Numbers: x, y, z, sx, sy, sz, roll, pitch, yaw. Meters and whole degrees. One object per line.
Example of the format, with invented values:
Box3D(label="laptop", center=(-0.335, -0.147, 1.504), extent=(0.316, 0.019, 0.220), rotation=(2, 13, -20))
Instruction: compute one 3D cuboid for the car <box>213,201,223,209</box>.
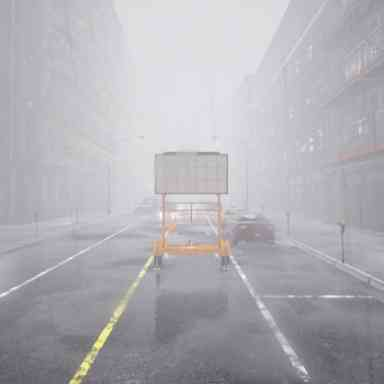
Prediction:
Box3D(label="car", center=(2.575, 1.552, 21.050), extent=(1.752, 1.417, 4.829), rotation=(1, 0, 0))

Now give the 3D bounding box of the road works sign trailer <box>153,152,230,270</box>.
Box3D(label="road works sign trailer", center=(-0.017, 0.475, 11.018), extent=(2.380, 3.560, 2.880), rotation=(0, 0, 0))

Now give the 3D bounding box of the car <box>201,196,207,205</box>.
Box3D(label="car", center=(2.563, 1.630, 43.002), extent=(2.008, 1.369, 4.403), rotation=(1, 0, 0))

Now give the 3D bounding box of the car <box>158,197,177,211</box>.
Box3D(label="car", center=(-2.869, 1.674, 40.759), extent=(1.895, 1.301, 4.718), rotation=(0, 0, 0))

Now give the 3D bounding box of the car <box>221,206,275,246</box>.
Box3D(label="car", center=(2.578, 1.562, 15.348), extent=(1.887, 1.381, 4.507), rotation=(1, 0, 0))

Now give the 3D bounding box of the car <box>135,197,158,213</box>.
Box3D(label="car", center=(-5.313, 1.590, 37.360), extent=(1.752, 1.417, 4.829), rotation=(2, 0, 0))

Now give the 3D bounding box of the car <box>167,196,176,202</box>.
Box3D(label="car", center=(-5.341, 1.824, 87.304), extent=(1.947, 1.339, 4.313), rotation=(1, 0, 0))

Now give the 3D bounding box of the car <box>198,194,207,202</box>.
Box3D(label="car", center=(2.514, 1.545, 81.718), extent=(2.192, 1.841, 5.009), rotation=(1, 0, 0))

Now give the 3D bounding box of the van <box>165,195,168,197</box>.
Box3D(label="van", center=(-5.317, 1.455, 54.120), extent=(1.690, 1.788, 3.998), rotation=(2, 0, 0))

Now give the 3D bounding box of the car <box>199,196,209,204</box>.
Box3D(label="car", center=(2.559, 1.620, 70.656), extent=(1.967, 1.590, 4.097), rotation=(1, 0, 0))

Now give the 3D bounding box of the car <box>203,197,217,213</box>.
Box3D(label="car", center=(2.566, 1.610, 37.470), extent=(1.887, 1.381, 4.507), rotation=(1, 0, 0))

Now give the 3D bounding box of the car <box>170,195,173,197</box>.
Box3D(label="car", center=(-5.326, 1.495, 70.713), extent=(2.192, 1.841, 5.009), rotation=(1, 0, 0))

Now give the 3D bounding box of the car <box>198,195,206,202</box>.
Box3D(label="car", center=(2.555, 1.679, 59.594), extent=(1.887, 1.381, 4.507), rotation=(1, 0, 0))

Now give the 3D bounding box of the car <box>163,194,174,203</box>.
Box3D(label="car", center=(-5.329, 1.520, 76.243), extent=(2.192, 1.841, 5.009), rotation=(1, 0, 0))

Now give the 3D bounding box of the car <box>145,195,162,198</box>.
Box3D(label="car", center=(-5.311, 1.395, 43.062), extent=(2.192, 1.841, 5.009), rotation=(2, 0, 0))

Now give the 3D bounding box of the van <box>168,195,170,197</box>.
Box3D(label="van", center=(-5.321, 1.476, 59.652), extent=(1.690, 1.788, 3.998), rotation=(1, 0, 0))
